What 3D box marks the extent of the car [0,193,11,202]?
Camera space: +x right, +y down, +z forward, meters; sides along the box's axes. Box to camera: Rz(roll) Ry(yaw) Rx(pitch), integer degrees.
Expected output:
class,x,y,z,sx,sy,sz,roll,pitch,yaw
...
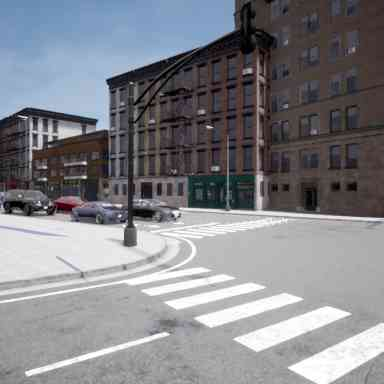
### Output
class,x,y,z,sx,sy,sz,roll,pitch,yaw
car,-33.169,0.897,57.589,4.674,1.442,1.812,1,0,43

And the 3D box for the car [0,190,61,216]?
class,x,y,z,sx,sy,sz,roll,pitch,yaw
car,-13.540,0.839,27.610,5.566,2.045,2.150,1,0,39

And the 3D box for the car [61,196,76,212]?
class,x,y,z,sx,sy,sz,roll,pitch,yaw
car,-10.399,1.125,29.266,5.008,1.535,1.882,1,0,39

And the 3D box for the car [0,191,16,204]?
class,x,y,z,sx,sy,sz,roll,pitch,yaw
car,-27.611,0.786,48.214,4.553,1.767,2.097,1,0,41

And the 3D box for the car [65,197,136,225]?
class,x,y,z,sx,sy,sz,roll,pitch,yaw
car,-6.030,1.281,21.719,4.181,1.385,1.994,1,0,37

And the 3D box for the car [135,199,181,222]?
class,x,y,z,sx,sy,sz,roll,pitch,yaw
car,-2.948,1.239,23.445,4.902,1.511,2.128,1,0,38

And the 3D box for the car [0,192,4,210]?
class,x,y,z,sx,sy,sz,roll,pitch,yaw
car,-21.149,0.876,33.850,4.553,1.767,2.097,1,0,40
